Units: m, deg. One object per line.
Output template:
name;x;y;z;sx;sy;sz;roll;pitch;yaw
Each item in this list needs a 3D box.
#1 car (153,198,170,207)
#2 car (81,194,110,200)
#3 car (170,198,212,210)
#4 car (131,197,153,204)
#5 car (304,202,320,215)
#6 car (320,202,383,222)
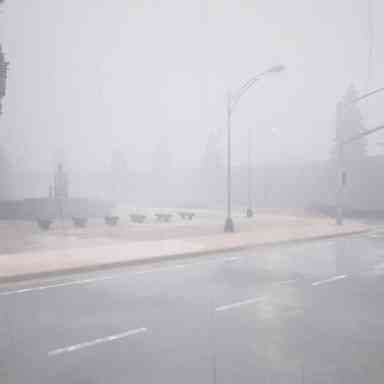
car;-2.698;1.547;50.008;5.357;1.411;2.033;0;0;34
car;-15.686;1.528;52.594;4.902;1.511;2.128;0;0;17
car;0.083;1.547;43.422;5.357;1.411;2.033;0;0;43
car;-9.106;1.564;61.192;4.181;1.385;1.994;0;0;22
car;13.410;1.601;32.289;1.895;1.301;4.718;0;0;-36
car;13.137;1.601;26.681;1.895;1.301;4.718;0;0;-36
